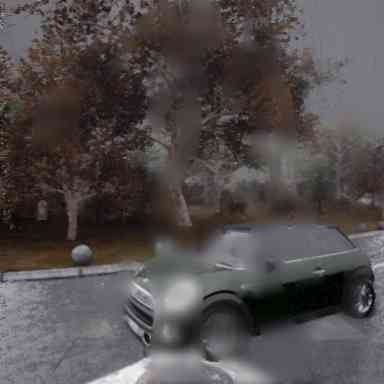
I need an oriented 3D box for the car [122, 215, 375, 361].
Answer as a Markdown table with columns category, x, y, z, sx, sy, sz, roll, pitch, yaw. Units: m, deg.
| category | x | y | z | sx | sy | sz | roll | pitch | yaw |
| --- | --- | --- | --- | --- | --- | --- | --- | --- | --- |
| car | 1.099 | 1.362 | 5.981 | 4.553 | 1.767 | 2.097 | 0 | 0 | -29 |
